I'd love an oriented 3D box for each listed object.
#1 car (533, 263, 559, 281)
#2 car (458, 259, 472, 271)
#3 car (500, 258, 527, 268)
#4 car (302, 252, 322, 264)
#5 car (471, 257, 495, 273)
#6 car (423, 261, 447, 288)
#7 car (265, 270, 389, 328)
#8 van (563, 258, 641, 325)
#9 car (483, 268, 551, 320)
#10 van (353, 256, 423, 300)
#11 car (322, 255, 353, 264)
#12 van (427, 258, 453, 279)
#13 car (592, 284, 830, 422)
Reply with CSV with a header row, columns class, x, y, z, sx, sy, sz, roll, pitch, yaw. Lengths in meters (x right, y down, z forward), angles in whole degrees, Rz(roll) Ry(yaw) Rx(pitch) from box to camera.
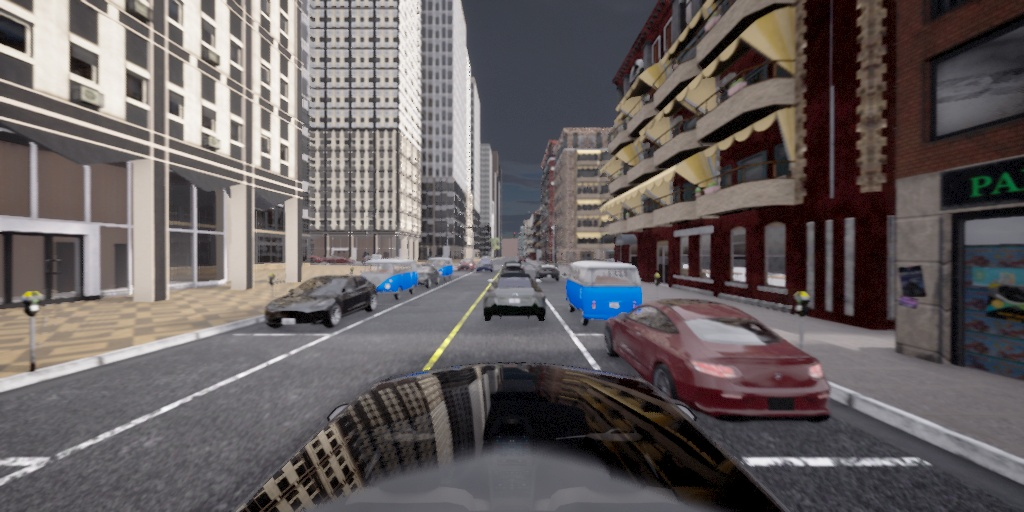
class,x,y,z,sx,sy,sz,roll,pitch,yaw
car,2.694,1.212,28.252,2.007,1.370,4.403,0,0,0
car,-5.686,1.050,45.199,1.967,1.591,4.097,0,0,0
car,0.089,1.165,28.651,1.837,1.490,4.892,0,0,0
car,-32.289,0.306,55.942,5.009,1.841,2.192,0,0,0
car,-3.059,1.170,41.254,2.033,1.411,5.357,0,0,0
car,-5.688,1.230,22.604,2.007,1.370,4.403,0,0,0
car,-5.688,1.283,11.307,1.948,1.339,4.313,0,0,0
van,2.692,1.058,11.306,1.690,1.789,3.998,0,0,0
car,0.083,1.277,12.512,1.994,1.385,4.181,0,0,0
van,-5.688,1.039,16.956,1.690,1.789,3.998,0,0,0
car,-26.715,0.681,55.954,4.207,1.307,1.802,0,0,0
van,-5.687,1.002,28.253,1.690,1.789,3.998,0,0,0
car,2.691,1.318,5.658,1.802,1.307,4.207,0,0,0
